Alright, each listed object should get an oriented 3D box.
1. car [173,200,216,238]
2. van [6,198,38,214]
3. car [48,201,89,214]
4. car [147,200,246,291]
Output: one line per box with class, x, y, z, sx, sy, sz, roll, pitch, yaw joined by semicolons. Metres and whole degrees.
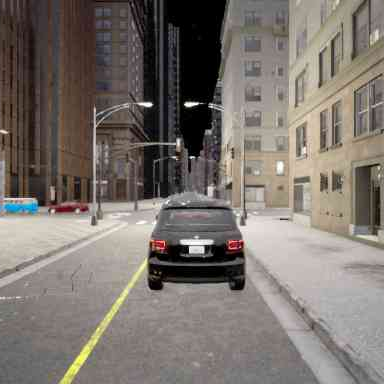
car;0.126;1.357;18.636;2.097;1.767;4.553;0;0;0
van;-19.544;1.588;37.558;3.998;1.788;1.690;-1;0;0
car;-13.917;1.724;37.529;4.507;1.381;1.887;-1;0;0
car;0.115;1.223;9.187;2.150;2.045;5.566;0;0;0
